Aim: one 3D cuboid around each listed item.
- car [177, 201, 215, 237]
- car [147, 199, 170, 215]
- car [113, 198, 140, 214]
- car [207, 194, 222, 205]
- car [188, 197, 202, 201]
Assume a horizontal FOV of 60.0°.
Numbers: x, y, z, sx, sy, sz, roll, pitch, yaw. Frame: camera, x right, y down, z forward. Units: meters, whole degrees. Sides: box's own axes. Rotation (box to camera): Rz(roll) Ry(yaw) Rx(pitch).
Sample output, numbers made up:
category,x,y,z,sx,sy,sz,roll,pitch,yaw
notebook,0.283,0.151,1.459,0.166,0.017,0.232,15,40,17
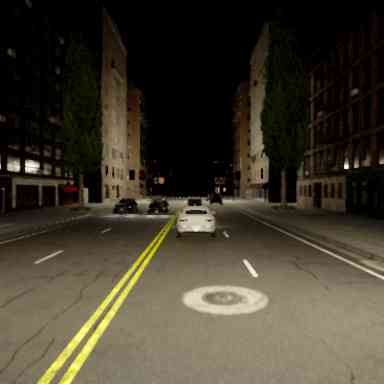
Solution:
category,x,y,z,sx,sy,sz,roll,pitch,yaw
car,0.210,1.436,17.242,1.812,1.442,4.674,0,0,0
car,-3.134,1.371,32.302,2.033,1.411,5.357,0,0,0
car,-6.378,1.340,32.610,1.812,1.442,4.674,0,0,0
car,3.697,1.231,52.000,1.837,1.490,4.892,0,-1,0
car,0.407,1.358,45.835,1.895,1.301,4.718,0,0,0
